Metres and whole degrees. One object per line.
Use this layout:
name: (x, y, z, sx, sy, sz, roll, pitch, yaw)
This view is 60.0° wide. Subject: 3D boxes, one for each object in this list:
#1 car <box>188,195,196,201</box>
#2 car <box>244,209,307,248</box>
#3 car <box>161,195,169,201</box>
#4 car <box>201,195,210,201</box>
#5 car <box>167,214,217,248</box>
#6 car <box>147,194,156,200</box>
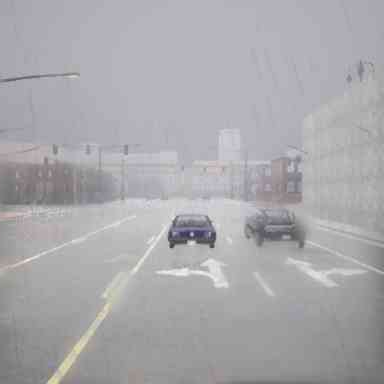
car: (0.000, 1.508, 84.706, 2.128, 1.511, 4.902, 0, 0, 0)
car: (3.500, 1.493, 14.650, 2.128, 1.511, 4.902, 0, 0, 0)
car: (-7.000, 1.532, 86.365, 2.033, 1.411, 5.357, 0, 0, 0)
car: (3.500, 1.479, 84.711, 1.837, 1.490, 4.892, 0, 0, 0)
car: (0.000, 1.614, 14.680, 1.895, 1.301, 4.718, 0, 0, 0)
car: (-10.500, 1.380, 86.151, 1.837, 1.490, 4.892, 0, 0, 0)
